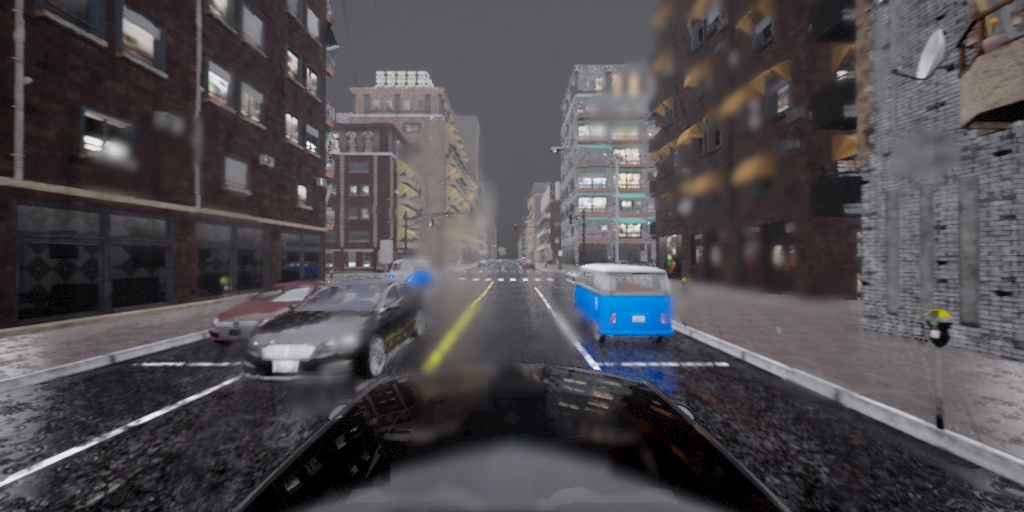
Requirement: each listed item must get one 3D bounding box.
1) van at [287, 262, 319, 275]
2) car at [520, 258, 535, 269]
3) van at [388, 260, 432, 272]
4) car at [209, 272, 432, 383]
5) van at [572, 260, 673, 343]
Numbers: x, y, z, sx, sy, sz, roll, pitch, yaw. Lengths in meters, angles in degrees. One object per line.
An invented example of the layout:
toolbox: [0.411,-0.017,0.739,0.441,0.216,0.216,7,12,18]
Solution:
van: [-25.364,1.583,43.997,3.998,1.789,1.690,0,0,0]
car: [2.695,1.307,58.640,1.967,1.591,4.097,0,0,0]
van: [-5.801,1.128,20.745,1.690,1.789,3.998,0,0,0]
car: [-3.096,1.252,7.362,2.128,1.511,4.902,0,0,0]
van: [2.691,1.106,9.472,1.690,1.789,3.998,0,0,0]
